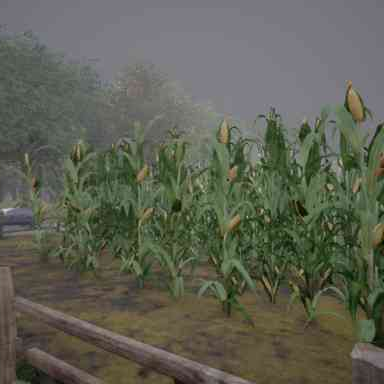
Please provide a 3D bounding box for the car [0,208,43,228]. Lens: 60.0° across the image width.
[{"bbox_3d":[-12.893,1.844,23.472,1.812,1.442,4.674,0,-2,33],"label":"car"}]
